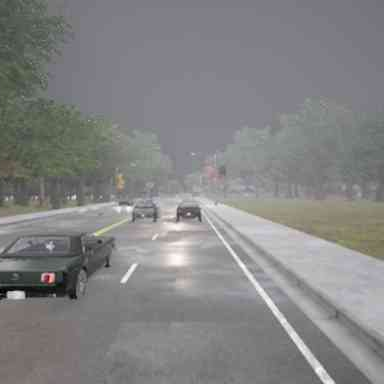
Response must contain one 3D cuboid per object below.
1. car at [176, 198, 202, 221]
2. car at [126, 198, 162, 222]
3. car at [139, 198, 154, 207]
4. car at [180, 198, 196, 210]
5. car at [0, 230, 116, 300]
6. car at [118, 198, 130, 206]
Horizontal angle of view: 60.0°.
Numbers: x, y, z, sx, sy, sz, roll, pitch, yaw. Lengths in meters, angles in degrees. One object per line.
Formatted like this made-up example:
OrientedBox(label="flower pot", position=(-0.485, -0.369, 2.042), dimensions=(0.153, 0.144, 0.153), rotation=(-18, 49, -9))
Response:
OrientedBox(label="car", position=(-0.259, 1.427, 26.379), dimensions=(1.882, 1.535, 5.008), rotation=(0, 0, -1))
OrientedBox(label="car", position=(-3.503, 1.462, 26.073), dimensions=(2.128, 1.511, 4.902), rotation=(0, 0, -1))
OrientedBox(label="car", position=(-7.256, 1.583, 53.373), dimensions=(1.895, 1.301, 4.718), rotation=(0, 0, -1))
OrientedBox(label="car", position=(-0.508, 1.499, 43.443), dimensions=(1.994, 1.385, 4.181), rotation=(0, 0, -1))
OrientedBox(label="car", position=(-3.246, 1.602, 8.328), dimensions=(1.895, 1.301, 4.718), rotation=(0, 0, -1))
OrientedBox(label="car", position=(-10.506, 1.604, 53.462), dimensions=(1.895, 1.301, 4.718), rotation=(0, 0, -1))
